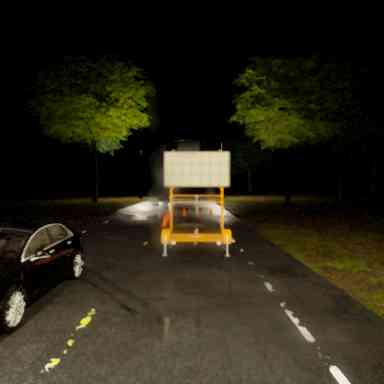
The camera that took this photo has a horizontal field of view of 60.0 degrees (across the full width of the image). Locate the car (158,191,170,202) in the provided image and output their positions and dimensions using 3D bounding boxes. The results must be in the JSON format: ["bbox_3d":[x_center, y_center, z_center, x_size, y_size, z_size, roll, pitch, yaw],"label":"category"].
[{"bbox_3d":[-3.764,0.671,48.152,1.837,1.490,4.892,0,0,0],"label":"car"}]

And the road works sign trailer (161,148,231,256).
[{"bbox_3d":[0.175,0.244,12.019,2.380,3.560,2.880,0,1,2],"label":"road works sign trailer"}]

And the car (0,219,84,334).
[{"bbox_3d":[-3.624,1.383,6.587,1.837,1.490,4.892,0,1,0],"label":"car"}]
